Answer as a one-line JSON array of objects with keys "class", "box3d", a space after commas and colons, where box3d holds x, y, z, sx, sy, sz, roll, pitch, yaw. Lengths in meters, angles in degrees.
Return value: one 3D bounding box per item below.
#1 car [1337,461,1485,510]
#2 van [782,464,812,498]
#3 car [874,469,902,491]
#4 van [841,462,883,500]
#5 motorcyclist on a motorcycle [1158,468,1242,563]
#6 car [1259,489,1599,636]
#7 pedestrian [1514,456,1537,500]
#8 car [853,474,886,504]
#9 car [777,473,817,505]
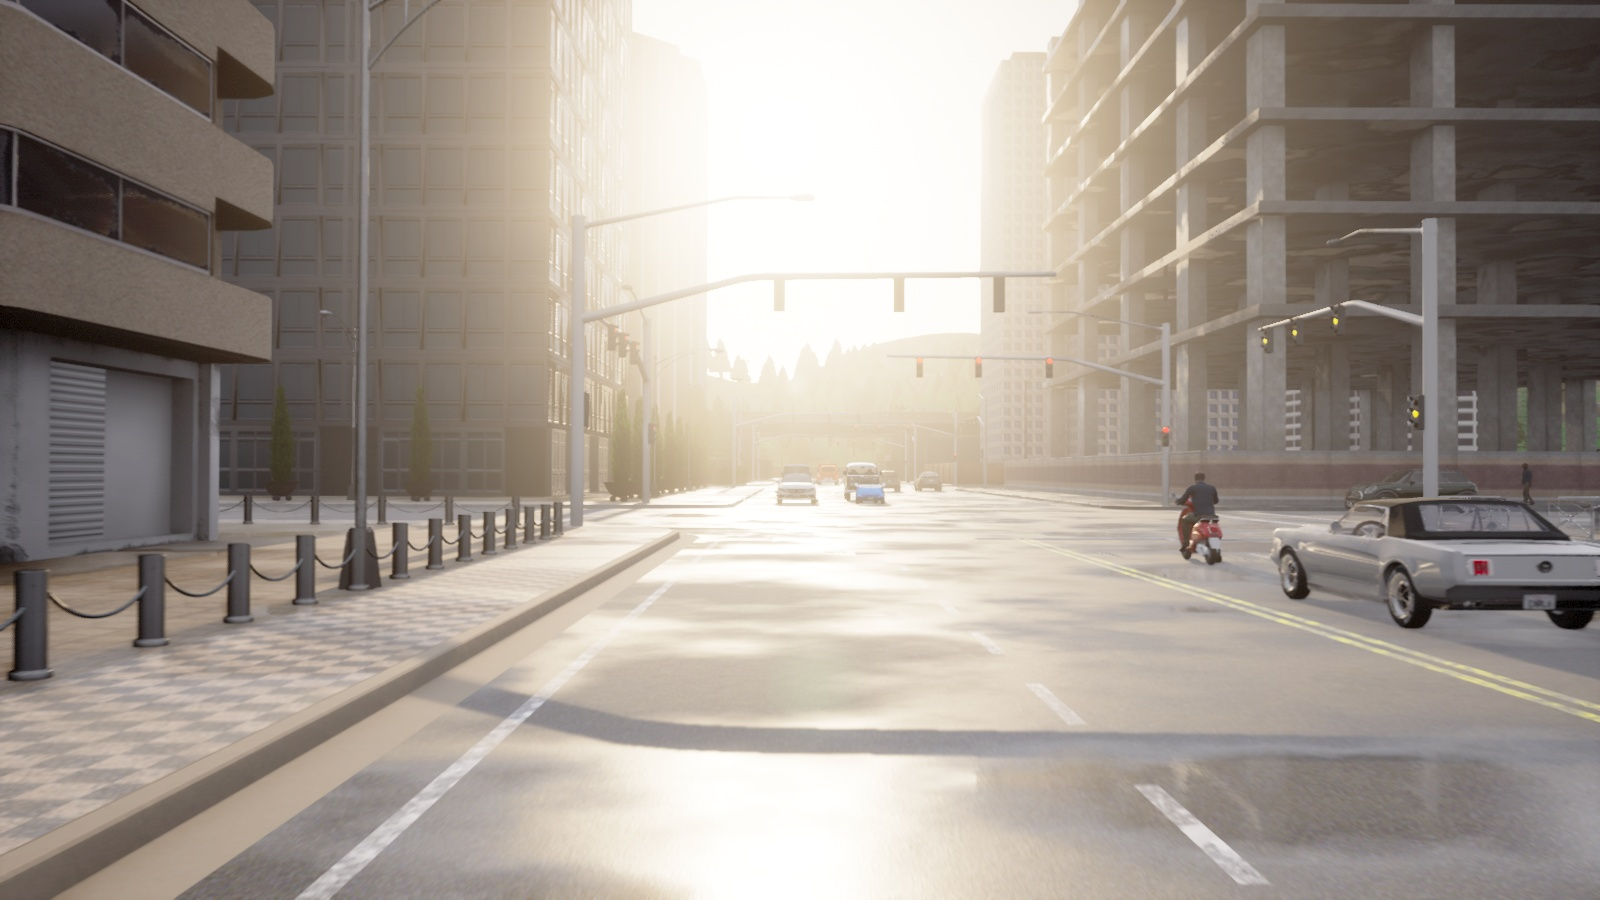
[{"class": "car", "box3d": [22.947, 1.318, 47.302, 4.553, 1.767, 2.097, 0, -1, 0]}, {"class": "van", "box3d": [-0.184, 1.825, 75.107, 1.775, 1.987, 4.442, 0, -1, 0]}, {"class": "car", "box3d": [6.765, 2.303, 96.612, 1.851, 1.617, 3.988, 0, -1, 0]}, {"class": "van", "box3d": [3.333, 1.667, 68.226, 2.069, 2.038, 4.480, 0, -1, 0]}, {"class": "motorcyclist on a motorcycle", "box3d": [6.946, 1.107, 21.902, 0.866, 1.590, 1.817, 0, -1, 0]}, {"class": "car", "box3d": [6.966, 1.123, 14.087, 1.895, 1.301, 4.718, 0, -1, 0]}, {"class": "pedestrian", "box3d": [30.338, 1.176, 52.486, 0.726, 1.835, 0.370, 0, -1, 8]}, {"class": "car", "box3d": [3.353, 1.871, 60.633, 1.481, 1.376, 2.207, 0, -1, 0]}, {"class": "car", "box3d": [-0.147, 1.853, 60.423, 1.812, 1.442, 4.674, 0, -1, 0]}]
